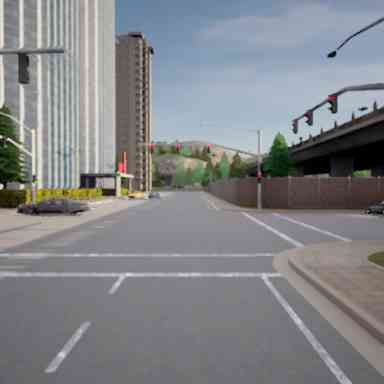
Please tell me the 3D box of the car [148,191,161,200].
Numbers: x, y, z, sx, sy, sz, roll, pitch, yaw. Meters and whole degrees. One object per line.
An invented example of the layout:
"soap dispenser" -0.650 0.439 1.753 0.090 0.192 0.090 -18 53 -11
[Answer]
"car" -6.793 0.622 60.092 1.812 1.442 4.674 0 1 1

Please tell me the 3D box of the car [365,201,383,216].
"car" 16.457 1.212 26.577 4.892 1.490 1.837 -2 1 0

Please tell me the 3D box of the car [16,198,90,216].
"car" -11.017 1.175 26.633 5.357 1.411 2.033 0 1 0

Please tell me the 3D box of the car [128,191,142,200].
"car" -10.289 0.575 59.989 1.882 1.535 5.008 0 1 1
